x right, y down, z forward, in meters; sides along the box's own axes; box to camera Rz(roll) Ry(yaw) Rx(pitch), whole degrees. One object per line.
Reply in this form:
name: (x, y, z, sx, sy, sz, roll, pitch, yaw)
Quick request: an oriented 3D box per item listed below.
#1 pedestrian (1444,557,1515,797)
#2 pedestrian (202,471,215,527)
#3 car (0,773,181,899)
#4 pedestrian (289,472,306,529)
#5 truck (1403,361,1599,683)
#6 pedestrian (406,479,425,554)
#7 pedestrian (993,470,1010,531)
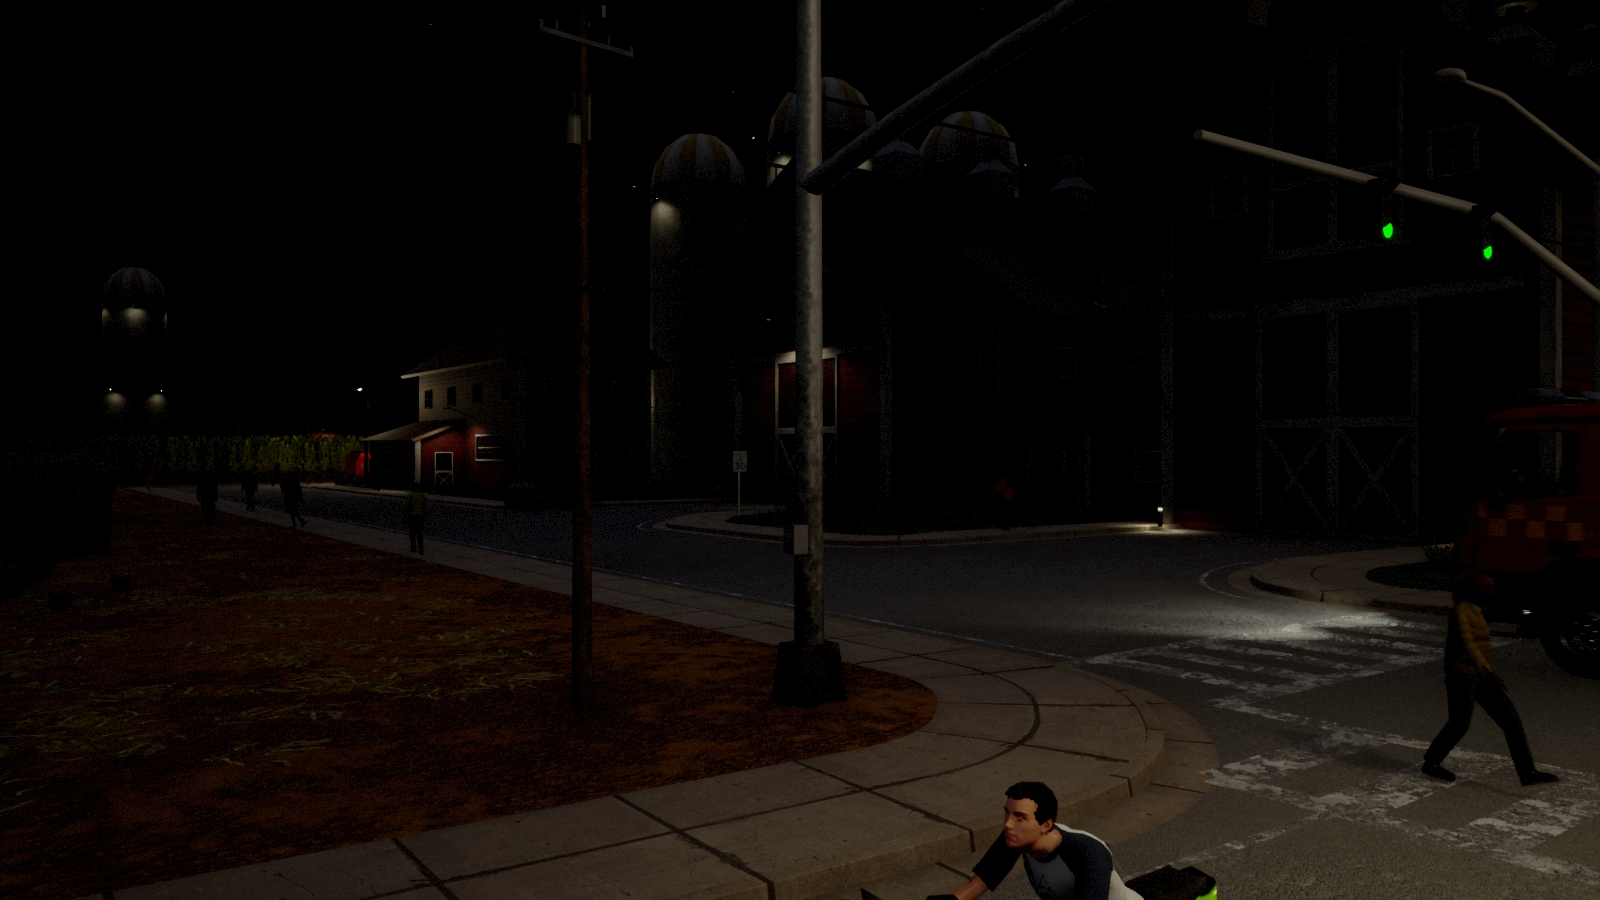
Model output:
pedestrian: (5.549, 1.825, 9.333, 0.375, 1.860, 0.375, 0, 0, -35)
pedestrian: (-20.133, 1.666, 38.883, 0.375, 1.860, 0.375, 0, 0, -25)
car: (-3.384, 1.906, 1.453, 4.553, 1.767, 2.097, 0, 0, -35)
pedestrian: (-16.556, 1.666, 37.631, 0.375, 1.860, 0.375, 0, 0, 38)
truck: (11.816, 0.865, 12.868, 2.891, 3.827, 8.468, 0, 0, -36)
pedestrian: (-9.697, 1.665, 28.823, 0.375, 1.860, 0.375, 0, 0, -33)
pedestrian: (6.130, 1.535, 34.815, 0.375, 1.860, 0.375, 0, 0, -21)
